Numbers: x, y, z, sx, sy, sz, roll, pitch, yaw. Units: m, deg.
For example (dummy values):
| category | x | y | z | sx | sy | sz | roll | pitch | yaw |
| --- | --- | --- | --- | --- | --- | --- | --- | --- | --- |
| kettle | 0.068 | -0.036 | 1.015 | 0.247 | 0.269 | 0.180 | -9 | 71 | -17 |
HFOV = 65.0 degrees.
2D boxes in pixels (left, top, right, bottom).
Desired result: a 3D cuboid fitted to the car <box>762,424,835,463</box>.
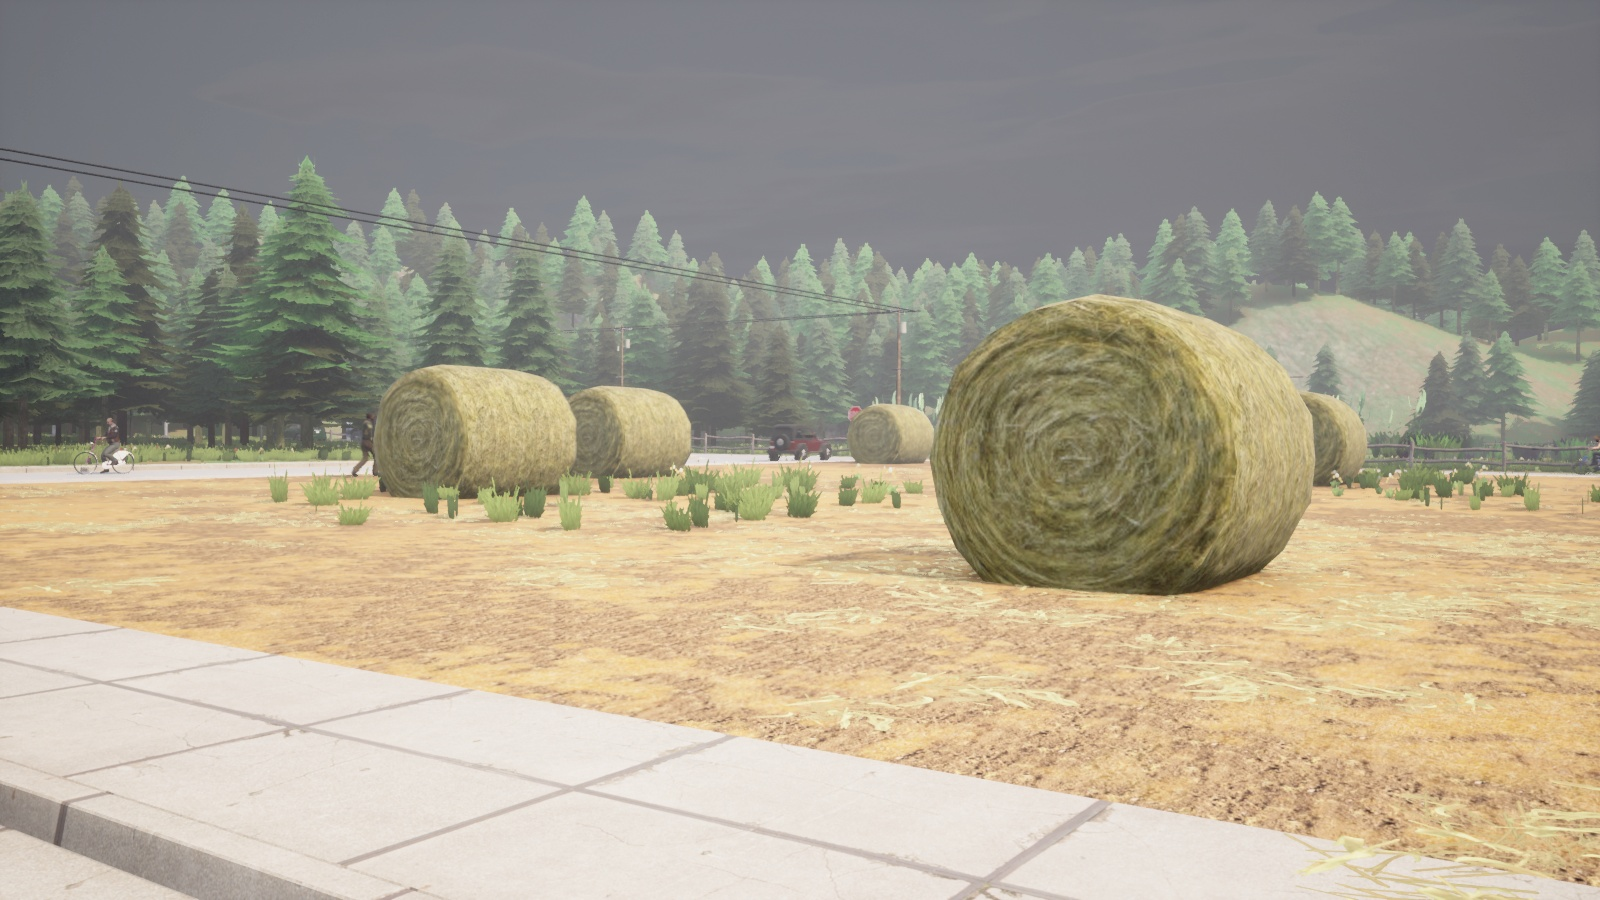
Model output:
| category | x | y | z | sx | sy | sz | roll | pitch | yaw |
| --- | --- | --- | --- | --- | --- | --- | --- | --- | --- |
| car | -0.030 | -0.365 | 63.780 | 1.905 | 1.878 | 3.866 | 0 | 1 | 32 |

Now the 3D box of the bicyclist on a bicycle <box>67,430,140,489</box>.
| category | x | y | z | sx | sy | sz | roll | pitch | yaw |
| --- | --- | --- | --- | --- | --- | --- | --- | --- | --- |
| bicyclist on a bicycle | -21.509 | 0.277 | 38.810 | 0.659 | 1.776 | 1.843 | 0 | 1 | 35 |

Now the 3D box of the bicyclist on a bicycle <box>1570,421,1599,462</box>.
| category | x | y | z | sx | sy | sz | roll | pitch | yaw |
| --- | --- | --- | --- | --- | --- | --- | --- | --- | --- |
| bicyclist on a bicycle | 31.483 | -0.356 | 49.825 | 1.509 | 1.612 | 0.866 | 0 | 1 | 38 |

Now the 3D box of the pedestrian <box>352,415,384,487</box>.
| category | x | y | z | sx | sy | sz | roll | pitch | yaw |
| --- | --- | --- | --- | --- | --- | --- | --- | --- | --- |
| pedestrian | -11.662 | 0.018 | 33.911 | 0.692 | 1.930 | 0.395 | -1 | 1 | -39 |
